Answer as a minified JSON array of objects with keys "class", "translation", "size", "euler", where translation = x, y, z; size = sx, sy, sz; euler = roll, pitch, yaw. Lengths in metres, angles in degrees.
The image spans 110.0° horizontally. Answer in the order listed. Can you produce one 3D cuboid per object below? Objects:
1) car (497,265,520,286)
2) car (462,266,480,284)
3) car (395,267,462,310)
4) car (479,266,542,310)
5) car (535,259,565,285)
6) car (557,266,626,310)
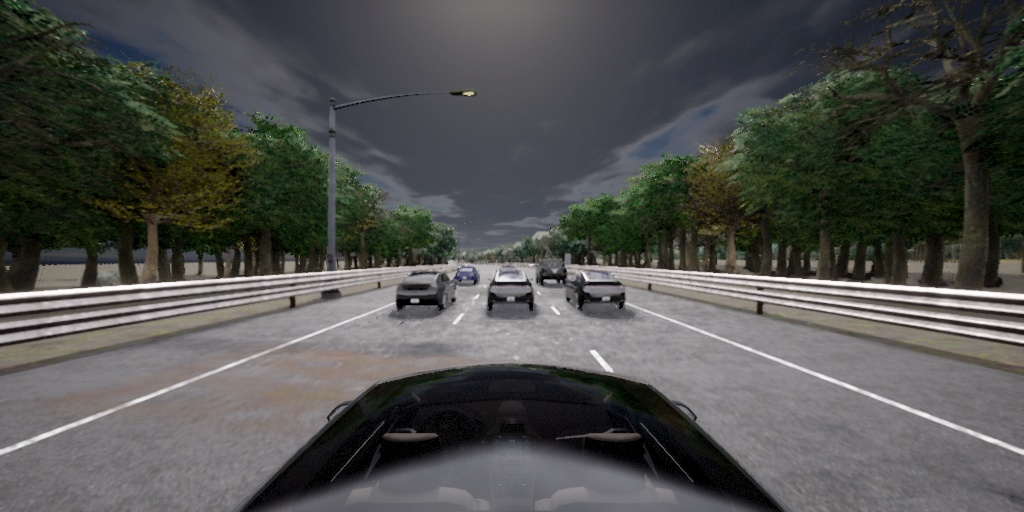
[{"class":"car","translation":[-0.324,1.584,30.619],"size":[1.837,1.490,4.892],"euler":[0,0,-1]},{"class":"car","translation":[-3.827,1.607,30.928],"size":[1.812,1.442,4.674],"euler":[0,-1,-1]},{"class":"car","translation":[-3.558,1.397,15.518],"size":[1.837,1.490,4.892],"euler":[0,0,0]},{"class":"car","translation":[-0.058,1.383,15.540],"size":[2.128,1.511,4.902],"euler":[0,0,0]},{"class":"car","translation":[3.194,1.289,29.754],"size":[2.150,2.045,5.566],"euler":[0,-1,-1]},{"class":"car","translation":[3.442,1.384,15.584],"size":[2.128,1.511,4.902],"euler":[0,0,0]}]
